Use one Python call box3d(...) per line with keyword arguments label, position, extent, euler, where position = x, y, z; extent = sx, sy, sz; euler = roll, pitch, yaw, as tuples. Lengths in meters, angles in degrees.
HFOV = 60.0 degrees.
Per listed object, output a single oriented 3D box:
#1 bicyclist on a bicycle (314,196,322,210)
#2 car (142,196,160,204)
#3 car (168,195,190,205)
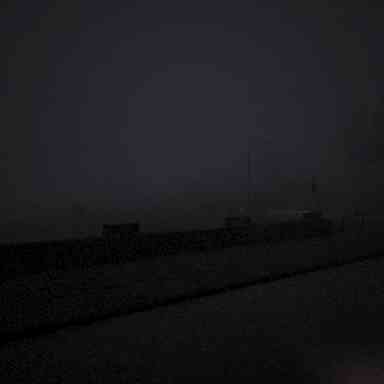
box3d(label="bicyclist on a bicycle", position=(15.178, 1.349, 40.088), extent=(1.656, 1.620, 0.582), euler=(0, 0, -35))
box3d(label="car", position=(-8.183, 1.478, 65.443), extent=(1.882, 1.535, 5.008), euler=(0, 0, -35))
box3d(label="car", position=(-2.311, 1.352, 57.291), extent=(2.097, 1.767, 4.553), euler=(0, 0, -35))
